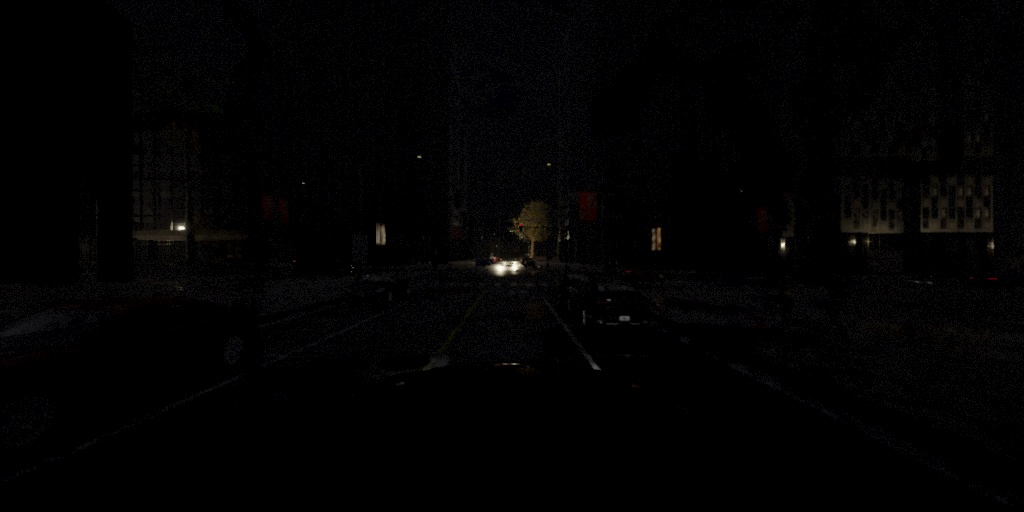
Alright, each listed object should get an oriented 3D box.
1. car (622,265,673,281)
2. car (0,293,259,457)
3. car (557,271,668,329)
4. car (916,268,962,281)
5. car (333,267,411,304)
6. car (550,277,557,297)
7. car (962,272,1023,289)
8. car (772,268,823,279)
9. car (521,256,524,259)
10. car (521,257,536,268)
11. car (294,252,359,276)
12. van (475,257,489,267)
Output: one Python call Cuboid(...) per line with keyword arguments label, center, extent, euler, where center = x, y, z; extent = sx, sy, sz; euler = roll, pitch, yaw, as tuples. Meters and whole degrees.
Cuboid(label="car", center=(11.820, 1.533, 31.505), extent=(4.181, 1.385, 1.994), euler=(1, 0, 0))
Cuboid(label="car", center=(-5.764, 1.292, 5.078), extent=(1.888, 1.381, 4.507), euler=(0, 0, 0))
Cuboid(label="car", center=(2.758, 1.294, 10.976), extent=(2.007, 1.370, 4.403), euler=(0, 0, 0))
Cuboid(label="car", center=(49.283, 2.048, 41.156), extent=(4.181, 1.385, 1.994), euler=(1, 0, 0))
Cuboid(label="car", center=(-5.770, 1.290, 15.967), extent=(2.007, 1.370, 4.403), euler=(0, 0, 0))
Cuboid(label="car", center=(2.755, 1.290, 15.969), extent=(2.007, 1.370, 4.403), euler=(0, 0, 0))
Cuboid(label="car", center=(43.025, 2.120, 31.422), extent=(4.181, 1.385, 1.994), euler=(1, 0, 0))
Cuboid(label="car", center=(32.714, 1.973, 41.283), extent=(4.718, 1.301, 1.895), euler=(1, 0, 0))
Cuboid(label="car", center=(2.971, 1.243, 63.834), extent=(1.751, 1.417, 4.829), euler=(0, 0, 0))
Cuboid(label="car", center=(2.922, 1.270, 58.151), extent=(2.007, 1.370, 4.403), euler=(0, 0, 0))
Cuboid(label="car", center=(-16.205, 0.785, 31.581), extent=(5.566, 2.045, 2.150), euler=(3, 0, 0))
Cuboid(label="van", center=(-5.555, 1.058, 63.735), extent=(1.690, 1.789, 3.998), euler=(0, 0, 0))
